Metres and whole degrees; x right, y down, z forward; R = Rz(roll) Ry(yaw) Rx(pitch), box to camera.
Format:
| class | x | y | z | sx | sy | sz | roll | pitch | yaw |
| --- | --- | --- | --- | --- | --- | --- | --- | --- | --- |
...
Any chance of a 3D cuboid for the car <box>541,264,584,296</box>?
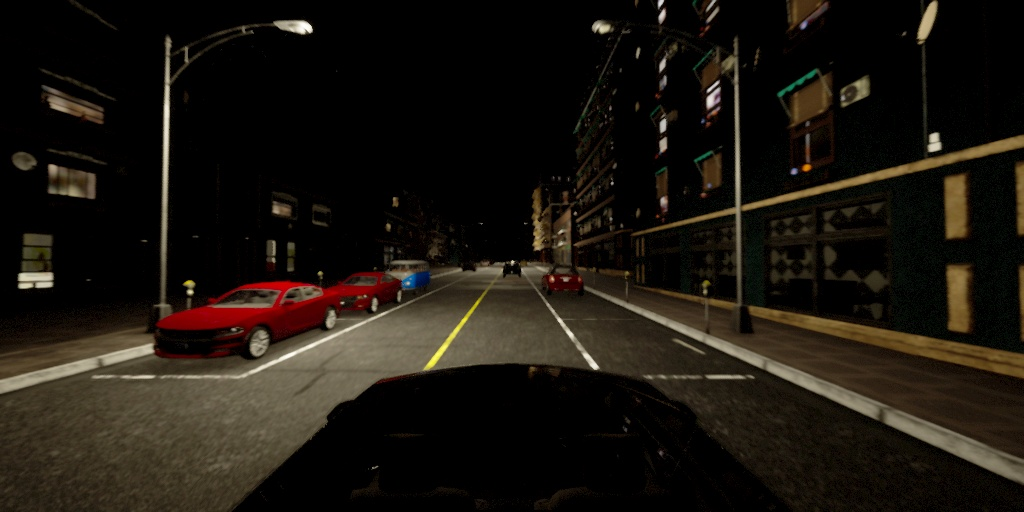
| class | x | y | z | sx | sy | sz | roll | pitch | yaw |
| --- | --- | --- | --- | --- | --- | --- | --- | --- | --- |
| car | 2.693 | 1.235 | 19.903 | 1.967 | 1.591 | 4.097 | 0 | 0 | 0 |

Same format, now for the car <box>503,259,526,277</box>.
| class | x | y | z | sx | sy | sz | roll | pitch | yaw |
| --- | --- | --- | --- | --- | --- | --- | --- | --- | --- |
| car | 0.010 | 1.331 | 36.460 | 2.128 | 1.511 | 4.902 | 0 | 0 | 0 |

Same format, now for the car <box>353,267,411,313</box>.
| class | x | y | z | sx | sy | sz | roll | pitch | yaw |
| --- | --- | --- | --- | --- | --- | --- | --- | --- | --- |
| car | -5.689 | 1.327 | 14.156 | 1.888 | 1.381 | 4.507 | 0 | 0 | 0 |

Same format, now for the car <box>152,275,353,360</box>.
| class | x | y | z | sx | sy | sz | roll | pitch | yaw |
| --- | --- | --- | --- | --- | --- | --- | --- | --- | --- |
| car | -5.766 | 1.313 | 8.474 | 1.888 | 1.381 | 4.507 | 0 | 0 | 0 |

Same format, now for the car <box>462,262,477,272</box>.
| class | x | y | z | sx | sy | sz | roll | pitch | yaw |
| --- | --- | --- | --- | --- | --- | --- | --- | --- | --- |
| car | -5.684 | 1.452 | 48.276 | 1.802 | 1.307 | 4.207 | 0 | 0 | 0 |

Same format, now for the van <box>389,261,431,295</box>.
| class | x | y | z | sx | sy | sz | roll | pitch | yaw |
| --- | --- | --- | --- | --- | --- | --- | --- | --- | --- |
| van | -5.688 | 1.137 | 19.843 | 1.690 | 1.789 | 3.998 | 0 | 0 | 0 |
